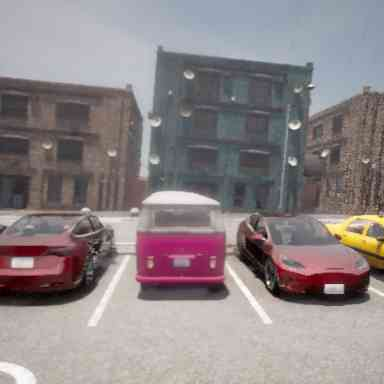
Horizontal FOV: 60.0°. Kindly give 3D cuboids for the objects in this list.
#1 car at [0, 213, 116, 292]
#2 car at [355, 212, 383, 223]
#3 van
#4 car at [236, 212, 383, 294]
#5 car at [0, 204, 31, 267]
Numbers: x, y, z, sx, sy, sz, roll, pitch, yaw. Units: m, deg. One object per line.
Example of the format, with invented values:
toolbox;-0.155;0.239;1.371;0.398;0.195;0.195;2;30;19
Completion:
car;-3.138;1.221;8.154;2.163;1.488;4.792;1;2;-4
car;5.264;1.340;8.569;1.946;1.575;5.366;1;2;-4
van;-0.345;1.012;8.445;1.878;1.987;4.442;1;2;-4
car;2.456;1.319;8.516;2.163;1.488;4.792;1;2;-4
car;-5.933;1.172;7.944;2.163;1.488;4.792;1;2;-4
